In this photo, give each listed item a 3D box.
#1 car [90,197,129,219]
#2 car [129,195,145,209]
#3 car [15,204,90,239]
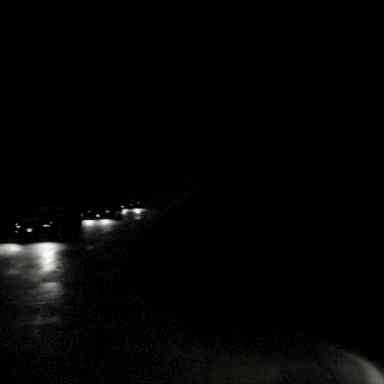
[{"bbox_3d":[-6.950,1.335,27.247,2.033,1.411,5.357,-2,1,1],"label":"car"},{"bbox_3d":[-6.791,1.176,39.608,1.837,1.490,4.892,-2,0,0],"label":"car"},{"bbox_3d":[-7.072,1.403,16.940,1.837,1.490,4.892,-2,1,1],"label":"car"}]
